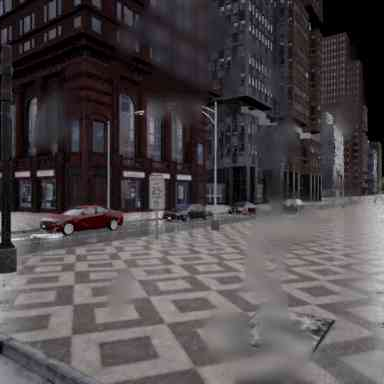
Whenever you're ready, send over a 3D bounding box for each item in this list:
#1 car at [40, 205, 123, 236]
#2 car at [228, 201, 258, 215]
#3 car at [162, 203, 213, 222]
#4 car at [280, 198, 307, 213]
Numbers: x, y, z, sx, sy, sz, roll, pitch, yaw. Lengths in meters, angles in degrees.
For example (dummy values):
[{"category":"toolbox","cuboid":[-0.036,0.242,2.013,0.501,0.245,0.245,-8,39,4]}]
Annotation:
[{"category":"car","cuboid":[-6.307,1.546,19.480,1.882,1.535,5.008,0,0,36]},{"category":"car","cuboid":[5.553,1.727,36.162,1.994,1.385,4.181,0,0,35]},{"category":"car","cuboid":[-0.228,1.664,28.037,2.033,1.411,5.357,0,0,35]},{"category":"car","cuboid":[12.387,1.566,40.262,2.097,1.767,4.553,0,0,35]}]
